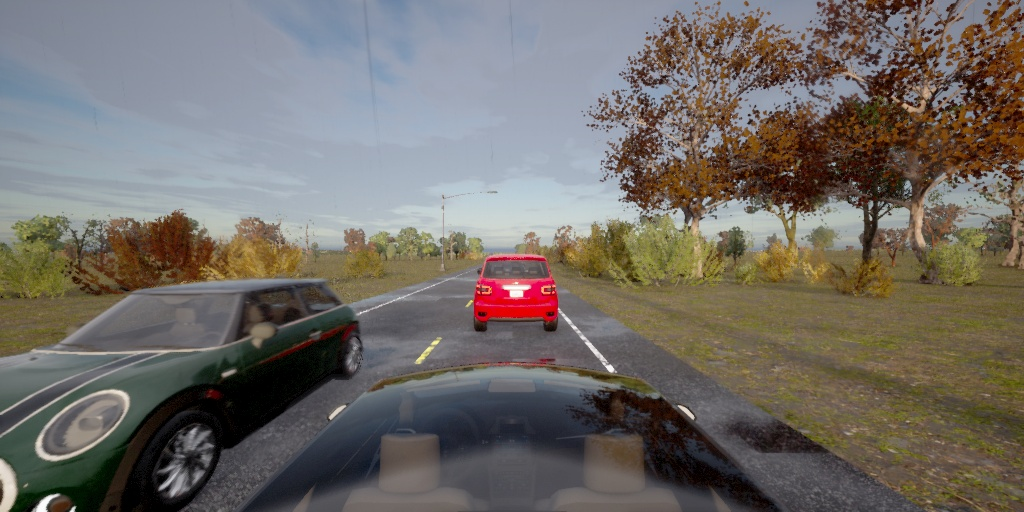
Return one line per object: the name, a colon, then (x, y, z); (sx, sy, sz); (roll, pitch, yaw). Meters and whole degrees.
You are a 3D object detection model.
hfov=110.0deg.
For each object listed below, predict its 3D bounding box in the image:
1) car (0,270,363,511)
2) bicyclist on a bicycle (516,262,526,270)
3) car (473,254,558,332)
car: (-3.606, 1.101, 4.243); (2.097, 1.767, 4.553); (0, 0, 0)
bicyclist on a bicycle: (0.861, 1.110, 30.199); (0.659, 1.776, 1.843); (0, 0, 0)
car: (0.079, 0.968, 11.020); (2.150, 2.045, 5.566); (0, 0, -1)
